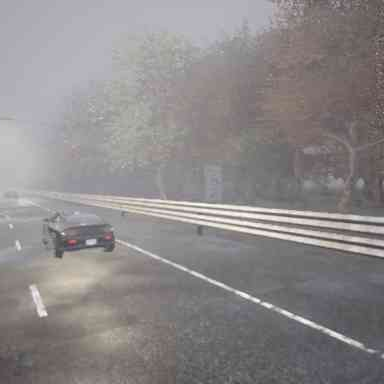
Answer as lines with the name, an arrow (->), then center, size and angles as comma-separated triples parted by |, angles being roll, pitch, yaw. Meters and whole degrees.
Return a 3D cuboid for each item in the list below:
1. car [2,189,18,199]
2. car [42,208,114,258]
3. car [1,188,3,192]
car -> -34.165, 0.426, 62.915 | 2.097, 1.767, 4.553 | -2, 2, -30
car -> -4.160, 1.293, 11.851 | 1.812, 1.442, 4.674 | -2, 2, -30
car -> -42.447, 0.364, 77.021 | 1.837, 1.490, 4.892 | -2, 2, -30
